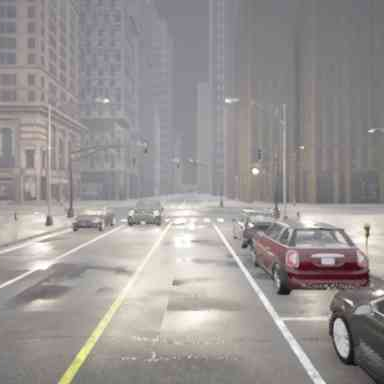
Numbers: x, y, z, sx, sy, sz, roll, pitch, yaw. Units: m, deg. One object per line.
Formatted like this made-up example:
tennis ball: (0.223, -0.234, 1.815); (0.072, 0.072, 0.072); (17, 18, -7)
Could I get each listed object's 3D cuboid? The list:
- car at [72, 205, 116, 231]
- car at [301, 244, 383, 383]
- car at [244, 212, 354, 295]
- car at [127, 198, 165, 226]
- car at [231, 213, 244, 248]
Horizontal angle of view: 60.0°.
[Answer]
car: (-5.773, 1.510, 19.956); (2.008, 1.369, 4.403); (0, 0, 0)
car: (2.759, 1.544, 3.037); (2.008, 1.369, 4.403); (0, 0, 0)
car: (2.757, 1.422, 8.678); (1.967, 1.590, 4.097); (0, 0, 0)
car: (-3.008, 1.305, 22.662); (2.097, 1.767, 4.553); (0, 0, 0)
car: (2.755, 1.521, 14.319); (2.008, 1.369, 4.403); (0, 0, 0)
